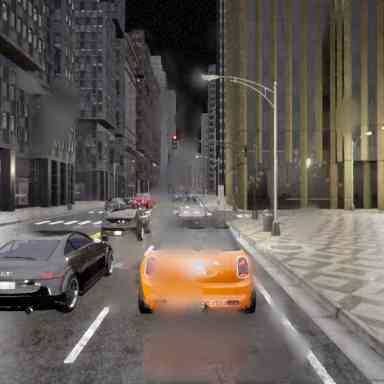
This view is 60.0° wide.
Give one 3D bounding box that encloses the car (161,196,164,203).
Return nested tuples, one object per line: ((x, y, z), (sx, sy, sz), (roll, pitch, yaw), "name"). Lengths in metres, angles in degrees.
((-6.608, 1.405, 65.552), (2.033, 1.411, 5.357), (0, 0, 1), "car")

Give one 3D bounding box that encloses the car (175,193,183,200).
((-3.347, 1.125, 84.322), (1.837, 1.490, 4.892), (0, 0, 0), "car")

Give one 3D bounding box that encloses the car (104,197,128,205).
((-9.897, 1.440, 42.669), (1.837, 1.490, 4.892), (0, 0, 0), "car")

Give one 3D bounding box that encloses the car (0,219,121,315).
((-3.164, 1.562, 7.674), (1.994, 1.385, 4.181), (0, 0, 0), "car")

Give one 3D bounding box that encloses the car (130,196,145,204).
((-9.888, 1.477, 60.290), (1.895, 1.301, 4.718), (0, 0, 0), "car")

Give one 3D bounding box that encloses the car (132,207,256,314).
((0.095, 1.350, 7.771), (2.097, 1.767, 4.553), (0, 0, 0), "car")

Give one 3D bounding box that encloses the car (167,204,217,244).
((0.013, 1.480, 16.777), (2.128, 1.511, 4.902), (0, 0, 1), "car")

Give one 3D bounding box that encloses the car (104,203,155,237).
((-3.166, 1.494, 16.570), (1.837, 1.490, 4.892), (0, 0, 0), "car")

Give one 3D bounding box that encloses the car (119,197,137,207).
((-9.905, 1.471, 51.588), (1.994, 1.385, 4.181), (0, 0, 0), "car")

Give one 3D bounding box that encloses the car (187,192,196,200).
((-0.097, 0.980, 84.295), (2.097, 1.767, 4.553), (0, 0, 0), "car")

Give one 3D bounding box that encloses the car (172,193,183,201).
((-3.336, 1.175, 74.286), (2.097, 1.767, 4.553), (0, 0, 0), "car")

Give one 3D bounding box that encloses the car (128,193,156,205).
((-6.623, 1.151, 44.790), (2.150, 2.045, 5.566), (0, 0, 2), "car")

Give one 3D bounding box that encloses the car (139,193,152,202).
((-9.832, 1.196, 70.400), (2.097, 1.767, 4.553), (0, 0, 0), "car")

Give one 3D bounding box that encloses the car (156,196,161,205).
((-6.649, 1.421, 54.941), (1.812, 1.442, 4.674), (0, 0, 0), "car")

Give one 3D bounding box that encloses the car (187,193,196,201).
((-0.086, 1.344, 74.321), (1.812, 1.442, 4.674), (0, 0, 0), "car")
